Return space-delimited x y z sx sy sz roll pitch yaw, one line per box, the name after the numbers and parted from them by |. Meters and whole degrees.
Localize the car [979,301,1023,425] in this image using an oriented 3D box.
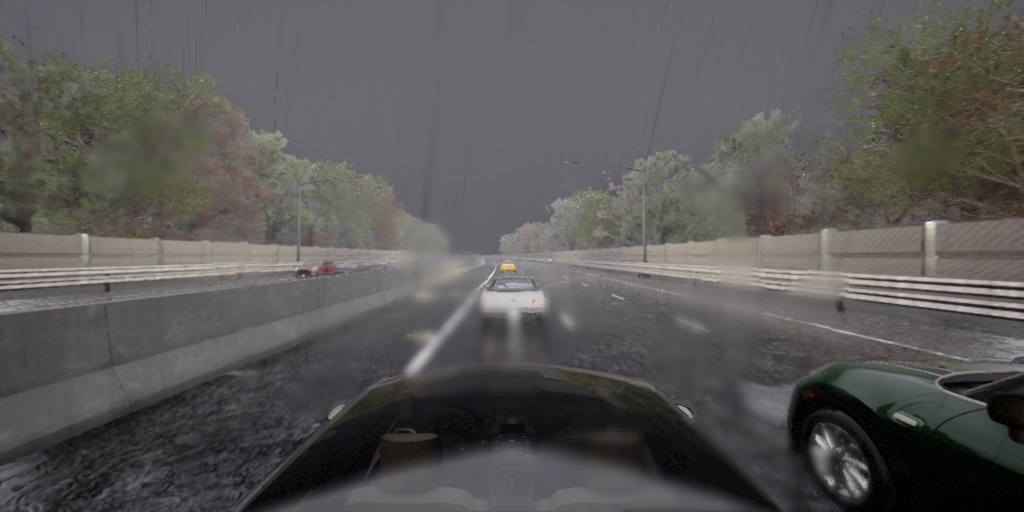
7.095 1.296 1.991 2.033 1.411 5.357 0 0 0 | car

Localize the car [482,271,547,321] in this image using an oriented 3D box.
0.054 1.355 12.421 1.895 1.301 4.718 0 0 0 | car

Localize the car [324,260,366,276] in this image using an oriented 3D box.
-14.386 1.308 32.328 2.033 1.411 5.357 0 0 -1 | car

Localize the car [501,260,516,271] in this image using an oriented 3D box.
-0.452 1.223 44.667 1.801 1.575 5.366 0 0 -1 | car

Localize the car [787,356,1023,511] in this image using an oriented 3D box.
3.589 1.102 1.422 2.097 1.767 4.553 0 0 0 | car

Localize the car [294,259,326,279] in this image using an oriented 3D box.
-17.899 1.113 32.961 2.097 1.767 4.553 0 0 -1 | car

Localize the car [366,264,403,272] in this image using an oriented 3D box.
-10.878 1.362 31.780 1.895 1.301 4.718 0 0 -1 | car
